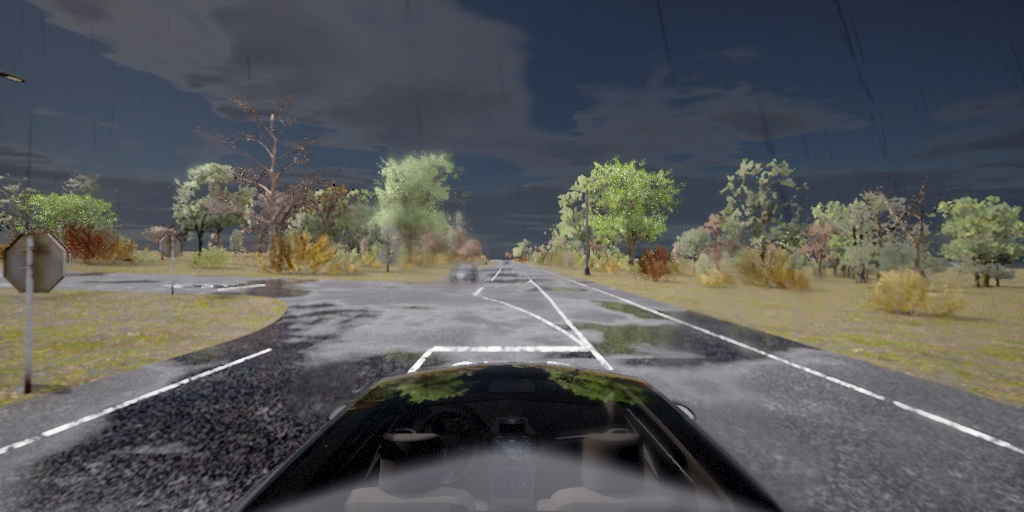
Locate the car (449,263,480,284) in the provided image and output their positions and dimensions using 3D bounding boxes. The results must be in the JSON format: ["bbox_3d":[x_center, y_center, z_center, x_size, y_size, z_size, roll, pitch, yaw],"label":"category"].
[{"bbox_3d":[-3.533,1.300,27.208,2.128,1.511,4.902,1,-2,0],"label":"car"}]
